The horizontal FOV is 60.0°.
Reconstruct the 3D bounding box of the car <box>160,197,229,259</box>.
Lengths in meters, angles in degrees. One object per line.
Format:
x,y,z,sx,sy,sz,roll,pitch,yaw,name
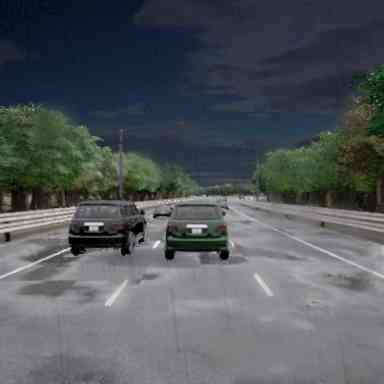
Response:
0.193,1.358,13.251,2.150,2.045,5.566,0,0,1,car

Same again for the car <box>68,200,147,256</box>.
-3.297,1.361,13.965,2.150,2.045,5.566,0,0,1,car

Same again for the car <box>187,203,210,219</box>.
0.711,1.887,34.144,2.128,1.511,4.902,0,-1,2,car

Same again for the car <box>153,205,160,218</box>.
-2.779,1.958,34.474,1.994,1.385,4.181,0,-1,2,car

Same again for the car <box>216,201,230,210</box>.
5.079,2.229,55.257,2.033,1.411,5.357,0,-1,3,car

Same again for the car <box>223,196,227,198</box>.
6.863,2.354,80.985,2.097,1.767,4.553,0,-1,5,car
